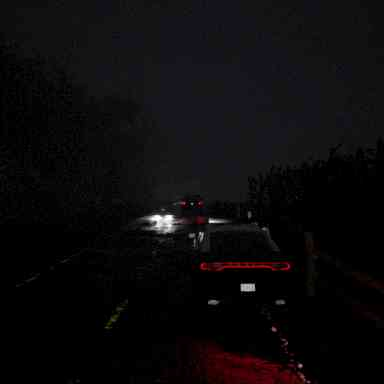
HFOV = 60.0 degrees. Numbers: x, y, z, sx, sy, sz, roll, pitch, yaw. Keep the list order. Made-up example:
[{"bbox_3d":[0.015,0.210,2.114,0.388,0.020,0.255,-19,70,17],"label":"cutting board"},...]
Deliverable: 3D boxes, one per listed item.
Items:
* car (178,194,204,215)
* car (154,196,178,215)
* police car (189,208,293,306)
[{"bbox_3d":[0.011,1.216,33.869,2.150,2.045,5.566,0,0,0],"label":"car"},{"bbox_3d":[-2.804,1.486,34.504,2.128,1.511,4.902,0,0,0],"label":"car"},{"bbox_3d":[0.949,1.423,8.251,1.930,1.638,5.238,0,0,0],"label":"police car"}]
